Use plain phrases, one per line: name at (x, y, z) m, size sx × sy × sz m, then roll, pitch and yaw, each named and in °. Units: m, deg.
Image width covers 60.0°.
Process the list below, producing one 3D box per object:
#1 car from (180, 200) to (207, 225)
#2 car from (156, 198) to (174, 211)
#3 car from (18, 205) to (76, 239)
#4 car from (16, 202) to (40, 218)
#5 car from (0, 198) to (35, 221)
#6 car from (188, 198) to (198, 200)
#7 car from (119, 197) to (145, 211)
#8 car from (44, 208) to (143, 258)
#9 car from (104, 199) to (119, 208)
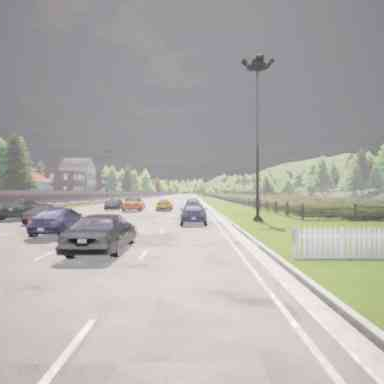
car at (0.111, 1.558, 24.019) m, size 1.812 × 1.442 × 4.674 m, roll 0°, pitch 0°, yaw 0°
car at (-3.382, 1.534, 41.890) m, size 1.882 × 1.535 × 5.008 m, roll 0°, pitch 0°, yaw 0°
car at (-6.891, 1.549, 17.439) m, size 1.812 × 1.442 × 4.674 m, roll 0°, pitch 0°, yaw 0°
car at (-10.388, 1.597, 23.892) m, size 1.994 × 1.385 × 4.181 m, roll 0°, pitch 0°, yaw 0°
car at (-13.896, 1.389, 27.621) m, size 2.097 × 1.767 × 4.553 m, roll 0°, pitch 0°, yaw 0°
car at (0.124, 1.586, 44.948) m, size 1.812 × 1.442 × 4.674 m, roll 0°, pitch 0°, yaw 0°
car at (-6.882, 1.405, 39.853) m, size 2.097 × 1.767 × 4.553 m, roll 0°, pitch 0°, yaw 0°
car at (-3.395, 1.565, 12.779) m, size 2.033 × 1.411 × 5.357 m, roll 0°, pitch 0°, yaw 0°
car at (-10.381, 1.625, 44.666) m, size 1.994 × 1.385 × 4.181 m, roll 0°, pitch 0°, yaw 0°
